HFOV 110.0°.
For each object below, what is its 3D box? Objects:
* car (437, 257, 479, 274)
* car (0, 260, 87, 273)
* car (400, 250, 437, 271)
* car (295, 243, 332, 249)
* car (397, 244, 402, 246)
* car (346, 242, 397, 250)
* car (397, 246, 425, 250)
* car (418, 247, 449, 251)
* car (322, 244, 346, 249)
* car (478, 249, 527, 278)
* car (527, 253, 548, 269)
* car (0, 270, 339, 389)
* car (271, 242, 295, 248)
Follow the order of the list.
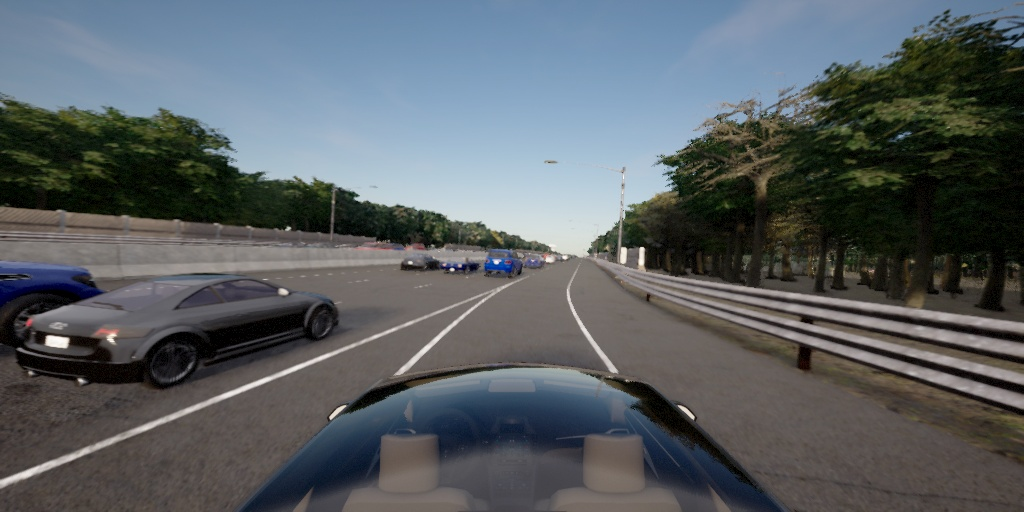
[{"bbox_3d":[-4.034,0.720,29.016,1.895,1.301,4.718,3,1,11],"label":"car"},{"bbox_3d":[-8.974,0.451,4.346,2.150,2.045,5.566,3,1,11],"label":"car"},{"bbox_3d":[-7.463,0.478,29.679,1.994,1.385,4.181,3,1,11],"label":"car"},{"bbox_3d":[-22.753,-0.807,42.523,2.097,1.767,4.553,3,1,12],"label":"car"},{"bbox_3d":[-19.584,-1.005,58.020,2.150,2.045,5.566,3,1,12],"label":"car"},{"bbox_3d":[-15.941,-0.526,40.956,2.150,2.045,5.566,3,1,12],"label":"car"},{"bbox_3d":[-16.043,-0.476,57.987,2.033,1.411,5.357,3,1,12],"label":"car"},{"bbox_3d":[-12.534,-0.273,57.717,2.033,1.411,5.357,3,1,12],"label":"car"},{"bbox_3d":[-19.351,-0.353,41.812,1.895,1.301,4.718,3,1,12],"label":"car"},{"bbox_3d":[-0.581,0.546,28.352,2.150,2.045,5.566,3,1,11],"label":"car"},{"bbox_3d":[2.951,0.597,45.959,2.097,1.767,4.553,3,1,11],"label":"car"},{"bbox_3d":[-5.046,0.987,6.259,1.994,1.385,4.181,3,1,11],"label":"car"},{"bbox_3d":[-26.272,-0.871,42.774,2.128,1.511,4.902,3,1,12],"label":"car"}]
